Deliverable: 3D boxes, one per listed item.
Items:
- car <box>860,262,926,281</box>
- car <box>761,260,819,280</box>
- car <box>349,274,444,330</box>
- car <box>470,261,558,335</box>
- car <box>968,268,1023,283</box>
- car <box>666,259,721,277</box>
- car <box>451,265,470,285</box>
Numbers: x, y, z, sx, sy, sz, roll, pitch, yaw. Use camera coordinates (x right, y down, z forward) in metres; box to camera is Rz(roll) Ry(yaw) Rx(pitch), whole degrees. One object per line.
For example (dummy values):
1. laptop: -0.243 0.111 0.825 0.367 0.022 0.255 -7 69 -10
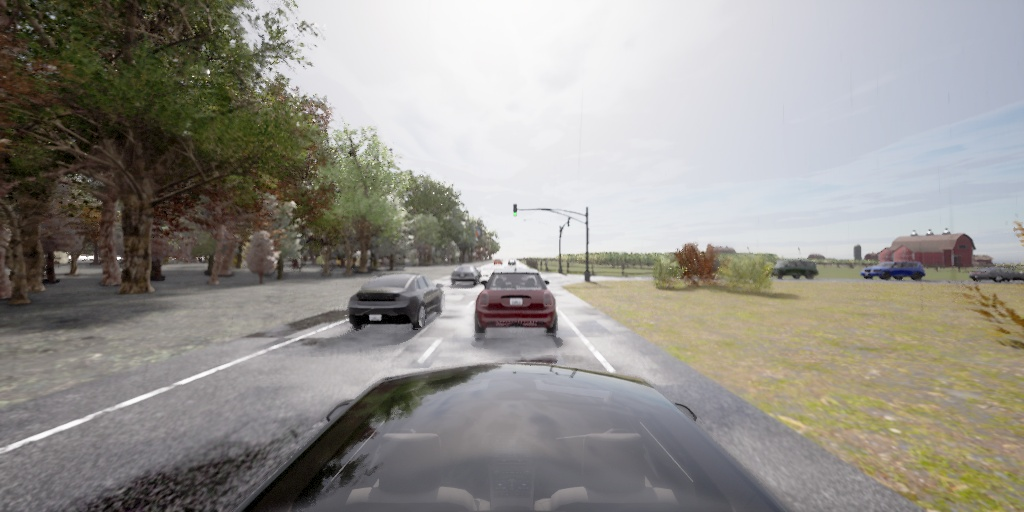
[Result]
1. car: 41.576 1.623 39.185 5.566 2.045 2.150 0 -1 1
2. car: 30.294 1.502 39.261 5.566 2.045 2.150 1 -1 0
3. car: -3.399 1.293 11.331 1.837 1.490 4.892 0 0 0
4. car: 0.096 1.139 10.847 2.097 1.767 4.553 0 0 0
5. car: 48.513 1.895 35.536 4.902 1.511 2.128 1 -1 1
6. car: 19.916 1.389 39.312 5.566 2.045 2.150 1 -1 0
7. car: -3.397 1.400 27.112 2.033 1.411 5.357 0 0 0
